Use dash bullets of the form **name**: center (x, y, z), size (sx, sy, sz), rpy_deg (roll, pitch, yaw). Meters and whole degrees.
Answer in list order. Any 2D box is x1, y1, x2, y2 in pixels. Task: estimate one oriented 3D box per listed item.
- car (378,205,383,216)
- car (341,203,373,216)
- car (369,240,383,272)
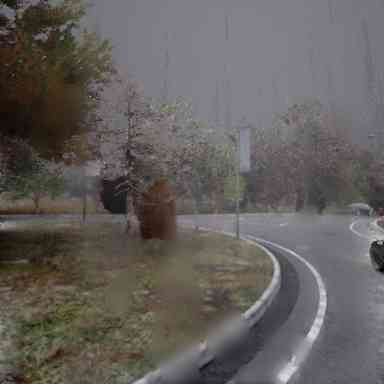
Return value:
- **car**: center (27.635, 2.406, 45.394), size (5.566, 2.045, 2.150), rpy_deg (5, -3, -37)
- **car**: center (19.435, 2.054, 39.129), size (4.892, 1.490, 1.837), rpy_deg (3, -2, -37)
- **car**: center (5.774, 1.592, 7.835), size (2.033, 1.411, 5.357), rpy_deg (0, 0, 15)
